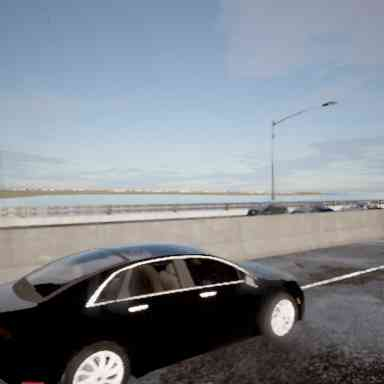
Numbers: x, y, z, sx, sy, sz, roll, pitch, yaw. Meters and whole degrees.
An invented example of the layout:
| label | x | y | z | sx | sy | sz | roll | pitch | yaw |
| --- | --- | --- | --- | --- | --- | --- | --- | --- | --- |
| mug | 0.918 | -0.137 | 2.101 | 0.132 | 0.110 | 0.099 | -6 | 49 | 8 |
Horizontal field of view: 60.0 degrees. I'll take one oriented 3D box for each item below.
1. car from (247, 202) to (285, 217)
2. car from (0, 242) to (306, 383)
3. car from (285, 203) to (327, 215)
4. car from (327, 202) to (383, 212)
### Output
| label | x | y | z | sx | sy | sz | roll | pitch | yaw |
| --- | --- | --- | --- | --- | --- | --- | --- | --- | --- |
| car | 7.026 | 1.643 | 30.371 | 4.181 | 1.385 | 1.994 | 0 | 0 | -35 |
| car | -0.327 | 1.514 | 4.926 | 4.892 | 1.490 | 1.837 | 0 | 0 | -35 |
| car | 10.354 | 1.648 | 28.428 | 4.181 | 1.385 | 1.994 | 0 | 0 | -35 |
| car | 13.180 | 1.580 | 26.133 | 4.902 | 1.511 | 2.128 | 0 | 0 | -35 |
